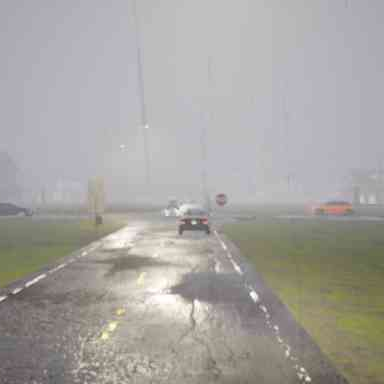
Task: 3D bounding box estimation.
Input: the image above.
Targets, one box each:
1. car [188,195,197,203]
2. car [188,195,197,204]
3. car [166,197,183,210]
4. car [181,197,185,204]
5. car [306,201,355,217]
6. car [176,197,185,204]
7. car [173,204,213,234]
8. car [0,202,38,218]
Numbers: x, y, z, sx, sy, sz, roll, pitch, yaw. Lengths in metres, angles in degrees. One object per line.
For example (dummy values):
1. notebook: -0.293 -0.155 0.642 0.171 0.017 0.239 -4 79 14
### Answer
1. car: 0.123 1.750 89.932 2.150 2.045 5.566 0 0 0
2. car: 0.109 2.148 79.479 2.033 1.411 5.357 0 0 0
3. car: -2.748 1.893 48.916 1.837 1.490 4.892 0 0 0
4. car: -2.660 2.010 66.016 2.128 1.511 4.902 0 0 0
5. car: 14.436 1.682 34.873 4.553 1.767 2.097 0 0 1
6. car: -2.642 1.962 78.168 2.097 1.767 4.553 0 0 0
7. car: 0.243 1.713 20.383 2.033 1.411 5.357 0 0 3
8. car: -17.541 1.714 32.210 4.892 1.490 1.837 1 0 1
